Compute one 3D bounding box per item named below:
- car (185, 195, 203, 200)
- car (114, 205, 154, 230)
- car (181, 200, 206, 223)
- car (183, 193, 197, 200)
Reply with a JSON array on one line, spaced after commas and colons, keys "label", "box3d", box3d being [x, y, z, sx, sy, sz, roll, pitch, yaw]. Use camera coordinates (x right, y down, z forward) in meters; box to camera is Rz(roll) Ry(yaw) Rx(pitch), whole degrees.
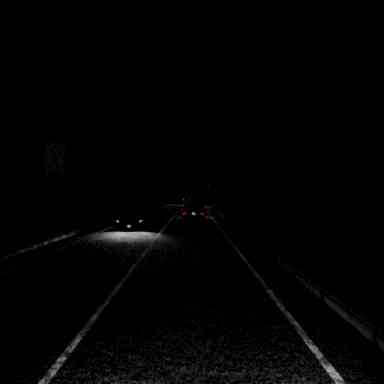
[{"label": "car", "box3d": [0.664, 1.510, 42.773, 2.128, 1.511, 4.902, 0, 0, 4]}, {"label": "car", "box3d": [-3.596, 1.565, 21.591, 2.033, 1.411, 5.357, 0, 0, 0]}, {"label": "car", "box3d": [0.101, 1.568, 25.639, 2.033, 1.411, 5.357, 0, 0, 0]}, {"label": "car", "box3d": [-0.231, 1.286, 62.446, 2.150, 2.045, 5.566, -1, 0, 12]}]
